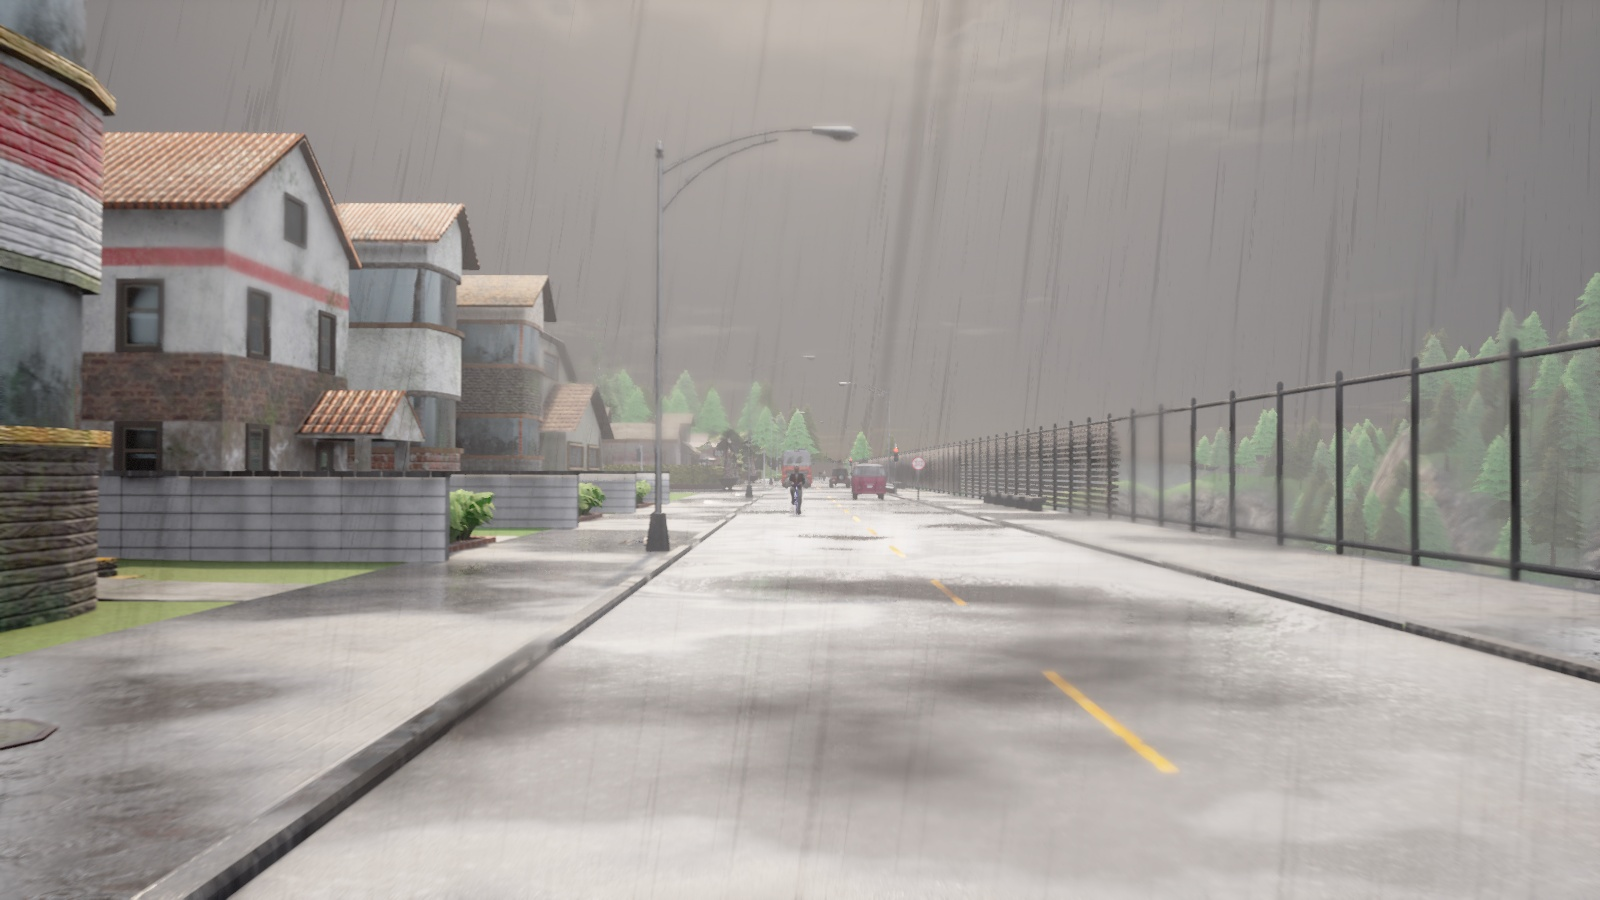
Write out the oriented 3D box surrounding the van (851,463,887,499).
[{"bbox_3d":[3.827,1.736,70.716,1.775,1.987,4.442,0,-1,0],"label":"van"}]
